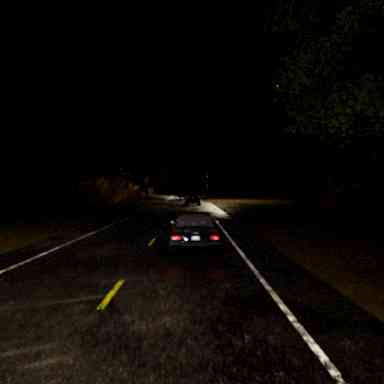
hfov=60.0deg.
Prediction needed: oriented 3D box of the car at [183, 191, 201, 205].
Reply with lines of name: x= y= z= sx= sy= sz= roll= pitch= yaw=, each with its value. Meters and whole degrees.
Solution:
car: x=0.148 y=0.928 z=50.422 sx=2.150 sy=2.045 sz=5.566 roll=0 pitch=1 yaw=0

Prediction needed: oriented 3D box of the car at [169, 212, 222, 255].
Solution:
car: x=0.114 y=1.480 z=12.952 sx=2.033 sy=1.411 sz=5.357 roll=0 pitch=0 yaw=0
